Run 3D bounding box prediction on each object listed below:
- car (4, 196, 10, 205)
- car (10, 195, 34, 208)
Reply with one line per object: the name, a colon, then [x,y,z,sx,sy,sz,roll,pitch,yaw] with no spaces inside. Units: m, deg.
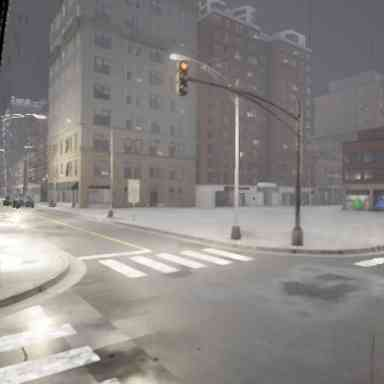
car: [-28.989,1.399,53.771,1.994,1.385,4.181,1,0,-36]
car: [-23.196,1.228,45.656,2.097,1.767,4.553,1,0,-36]
